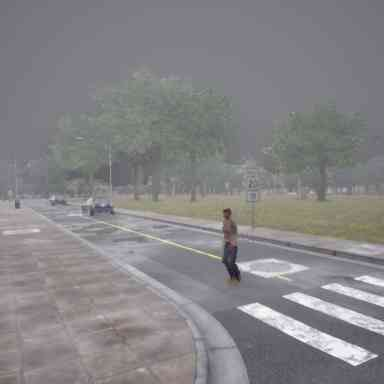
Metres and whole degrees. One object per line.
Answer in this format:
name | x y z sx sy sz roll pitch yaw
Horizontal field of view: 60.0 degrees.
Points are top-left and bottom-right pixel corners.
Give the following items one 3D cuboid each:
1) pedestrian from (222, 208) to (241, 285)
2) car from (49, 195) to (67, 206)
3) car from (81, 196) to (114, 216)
pedestrian | 0.900 1.251 7.833 0.375 1.860 0.375 -1 1 -30
car | -21.057 1.285 52.180 2.097 1.767 4.553 -2 1 -30
car | -8.787 1.216 30.678 2.097 1.767 4.553 -2 1 -30
